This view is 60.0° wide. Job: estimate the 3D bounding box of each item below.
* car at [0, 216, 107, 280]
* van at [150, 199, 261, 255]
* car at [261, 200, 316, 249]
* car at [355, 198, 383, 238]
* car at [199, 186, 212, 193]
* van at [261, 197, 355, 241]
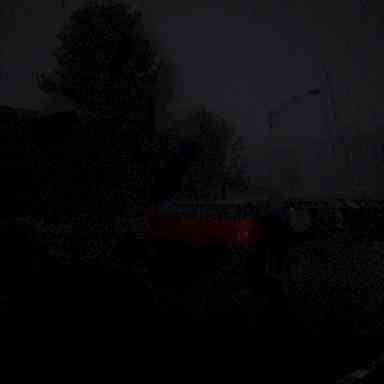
[{"bbox_3d":[-4.643,1.508,10.053,4.892,1.521,2.231,-1,-1,36],"label":"car"},{"bbox_3d":[0.241,1.299,13.483,4.442,1.987,1.878,-1,-1,36],"label":"van"},{"bbox_3d":[2.855,1.406,15.072,4.553,1.767,2.185,-1,-1,36],"label":"car"},{"bbox_3d":[7.841,1.296,18.423,5.566,2.045,2.435,-1,-1,36],"label":"car"},{"bbox_3d":[2.542,-0.451,65.368,2.163,1.488,4.792,1,6,17],"label":"car"},{"bbox_3d":[5.421,1.313,16.701,4.442,1.987,1.878,-1,-1,36],"label":"van"}]
